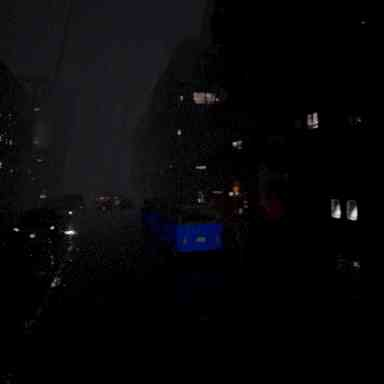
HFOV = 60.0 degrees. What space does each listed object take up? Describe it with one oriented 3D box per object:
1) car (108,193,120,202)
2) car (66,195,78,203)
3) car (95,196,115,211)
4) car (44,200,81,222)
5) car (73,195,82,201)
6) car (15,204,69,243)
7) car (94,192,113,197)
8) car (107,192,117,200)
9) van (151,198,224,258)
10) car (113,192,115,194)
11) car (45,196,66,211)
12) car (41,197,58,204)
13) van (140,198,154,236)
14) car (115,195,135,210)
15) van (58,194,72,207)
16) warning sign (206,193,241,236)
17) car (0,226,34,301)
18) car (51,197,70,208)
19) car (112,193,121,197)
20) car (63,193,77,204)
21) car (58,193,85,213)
[{"bbox_3d":[-16.811,1.074,71.581,2.192,1.841,5.009,-2,1,-16],"label":"car"},{"bbox_3d":[-24.887,1.471,69.353,2.008,1.369,4.403,-2,1,-16],"label":"car"},{"bbox_3d":[-10.468,1.489,39.353,1.895,1.301,4.718,-1,0,-16],"label":"car"},{"bbox_3d":[-9.984,1.583,25.764,1.895,1.301,4.718,-1,0,-15],"label":"car"},{"bbox_3d":[-29.406,1.463,85.540,1.802,1.307,4.206,-2,1,-16],"label":"car"},{"bbox_3d":[-7.257,1.533,16.051,1.812,1.442,4.674,-1,0,-16],"label":"car"},{"bbox_3d":[-13.427,1.083,49.923,2.150,2.045,5.566,-1,0,-16],"label":"car"},{"bbox_3d":[-19.828,1.048,82.371,2.192,1.841,5.009,-2,1,-16],"label":"car"},{"bbox_3d":[-0.213,1.251,12.235,1.690,1.788,3.998,-2,1,-16],"label":"van"},{"bbox_3d":[-13.793,1.101,60.791,2.192,1.841,5.009,-2,1,-16],"label":"car"},{"bbox_3d":[-17.308,1.428,42.387,1.967,1.590,4.097,-2,1,-16],"label":"car"},{"bbox_3d":[-15.795,1.583,36.994,1.802,1.307,4.206,-2,1,-16],"label":"car"},{"bbox_3d":[-1.722,1.237,17.631,1.690,1.788,3.998,-2,1,-16],"label":"van"},{"bbox_3d":[-7.750,1.423,39.214,1.802,1.307,4.206,-2,1,-16],"label":"car"},{"bbox_3d":[-20.329,1.301,53.176,1.690,1.788,3.998,-2,1,-16],"label":"van"},{"bbox_3d":[1.440,0.973,15.228,1.300,1.860,1.060,0,1,-16],"label":"warning sign"},{"bbox_3d":[-4.538,1.633,6.314,1.895,1.301,4.718,-1,0,-16],"label":"car"},{"bbox_3d":[-18.813,1.525,47.783,2.008,1.369,4.403,-2,1,-16],"label":"car"},{"bbox_3d":[-10.815,1.338,50.167,1.752,1.417,4.829,-2,1,-16],"label":"car"},{"bbox_3d":[-23.369,1.249,63.960,2.192,1.841,5.009,-2,1,-16],"label":"car"},{"bbox_3d":[-12.847,1.176,36.133,2.150,2.045,5.566,-1,0,-16],"label":"car"}]
